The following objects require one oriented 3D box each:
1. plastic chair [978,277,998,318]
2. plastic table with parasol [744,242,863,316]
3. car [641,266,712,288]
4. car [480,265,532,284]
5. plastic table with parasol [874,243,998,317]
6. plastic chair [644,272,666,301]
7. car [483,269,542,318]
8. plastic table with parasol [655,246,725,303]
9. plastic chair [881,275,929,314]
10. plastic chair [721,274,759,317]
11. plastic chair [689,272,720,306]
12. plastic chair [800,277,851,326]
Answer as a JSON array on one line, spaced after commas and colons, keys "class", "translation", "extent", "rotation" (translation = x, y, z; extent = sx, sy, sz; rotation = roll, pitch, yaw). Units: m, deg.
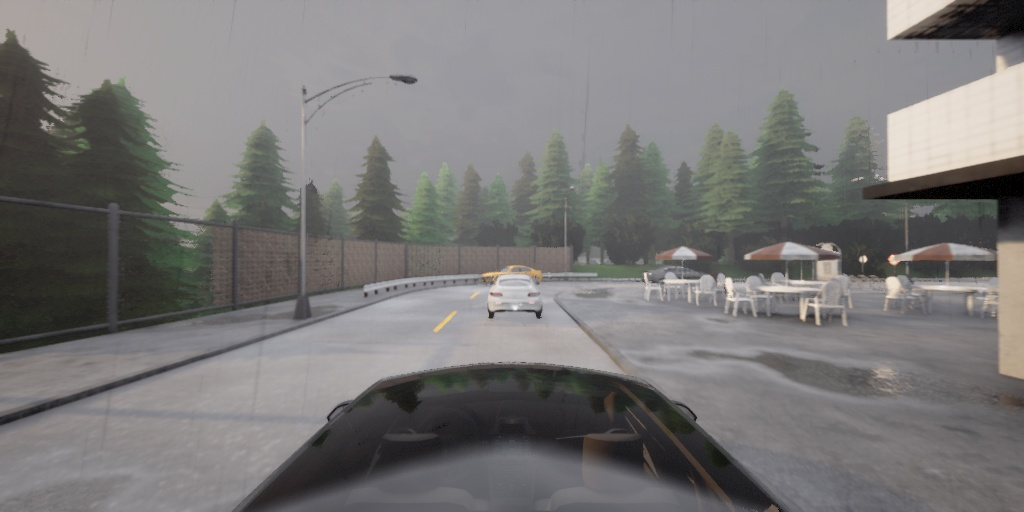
[{"class": "plastic chair", "translation": [15.475, 1.366, 11.174], "extent": [0.750, 1.272, 0.730], "rotation": [0, 0, 10]}, {"class": "plastic table with parasol", "translation": [9.244, 0.769, 12.043], "extent": [2.482, 2.480, 2.482], "rotation": [0, 0, 0]}, {"class": "car", "translation": [11.831, 1.456, 25.659], "extent": [4.902, 1.511, 2.128], "rotation": [0, -1, 0]}, {"class": "car", "translation": [-0.049, 1.452, 26.629], "extent": [5.008, 1.535, 1.882], "rotation": [0, -2, -35]}, {"class": "plastic table with parasol", "translation": [15.285, 0.774, 12.574], "extent": [2.482, 2.480, 2.482], "rotation": [0, 0, 0]}, {"class": "plastic chair", "translation": [6.514, 1.390, 16.562], "extent": [0.730, 1.272, 0.750], "rotation": [0, 0, 10]}, {"class": "car", "translation": [0.106, 1.380, 13.446], "extent": [1.812, 1.442, 4.674], "rotation": [0, 0, 0]}, {"class": "plastic table with parasol", "translation": [7.784, 0.807, 16.352], "extent": [2.482, 2.480, 2.482], "rotation": [0, 0, 0]}, {"class": "plastic chair", "translation": [13.985, 1.380, 12.794], "extent": [0.730, 1.272, 0.750], "rotation": [0, 0, 10]}, {"class": "plastic chair", "translation": [7.765, 1.374, 12.232], "extent": [0.730, 1.272, 0.750], "rotation": [0, 0, 10]}, {"class": "plastic chair", "translation": [8.005, 1.398, 14.942], "extent": [0.750, 1.272, 0.730], "rotation": [0, 0, 10]}, {"class": "plastic chair", "translation": [9.255, 1.360, 10.613], "extent": [0.750, 1.272, 0.730], "rotation": [0, 0, 10]}]
